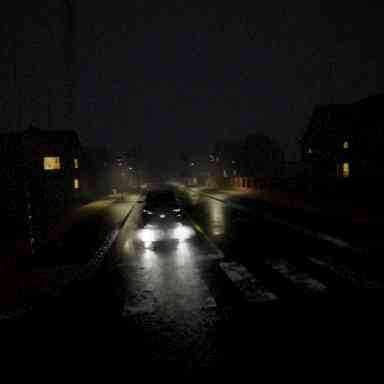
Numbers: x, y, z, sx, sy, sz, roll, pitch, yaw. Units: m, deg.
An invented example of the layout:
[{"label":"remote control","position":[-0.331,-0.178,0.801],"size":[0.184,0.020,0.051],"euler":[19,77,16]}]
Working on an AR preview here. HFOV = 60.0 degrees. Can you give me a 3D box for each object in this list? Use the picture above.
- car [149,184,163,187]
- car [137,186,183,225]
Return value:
[{"label":"car","position":[-3.420,-0.023,32.114],"size":[2.033,1.411,5.357],"euler":[-4,3,-7]},{"label":"car","position":[-1.590,0.677,16.833],"size":[1.837,1.490,4.892],"euler":[-4,4,-7]}]
